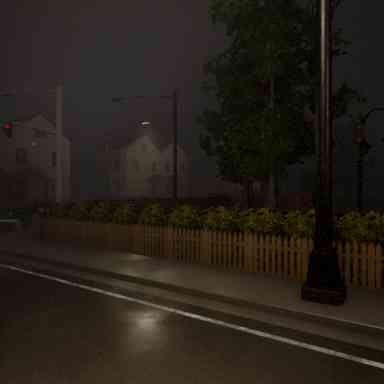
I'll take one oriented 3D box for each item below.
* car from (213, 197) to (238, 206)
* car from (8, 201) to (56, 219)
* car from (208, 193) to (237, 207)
[{"bbox_3d":[5.850,1.547,57.384,2.033,1.411,5.357,0,0,35],"label":"car"},{"bbox_3d":[-13.672,1.526,29.430,1.812,1.442,4.674,0,0,35],"label":"car"},{"bbox_3d":[4.287,1.221,48.813,2.150,2.045,5.566,0,0,35],"label":"car"}]
